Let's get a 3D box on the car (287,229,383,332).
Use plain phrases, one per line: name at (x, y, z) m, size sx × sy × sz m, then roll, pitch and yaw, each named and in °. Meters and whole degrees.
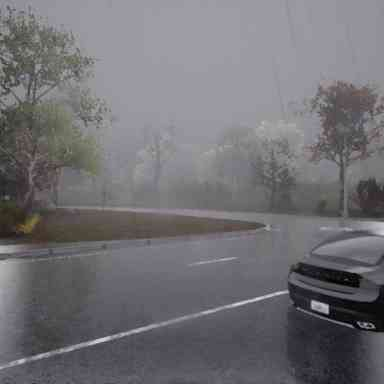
car at (3.925, 1.506, 6.520) m, size 4.892 × 1.490 × 1.837 m, roll 0°, pitch 0°, yaw -36°
